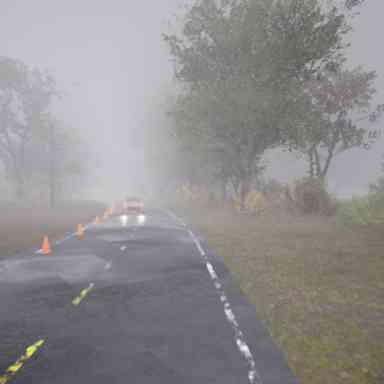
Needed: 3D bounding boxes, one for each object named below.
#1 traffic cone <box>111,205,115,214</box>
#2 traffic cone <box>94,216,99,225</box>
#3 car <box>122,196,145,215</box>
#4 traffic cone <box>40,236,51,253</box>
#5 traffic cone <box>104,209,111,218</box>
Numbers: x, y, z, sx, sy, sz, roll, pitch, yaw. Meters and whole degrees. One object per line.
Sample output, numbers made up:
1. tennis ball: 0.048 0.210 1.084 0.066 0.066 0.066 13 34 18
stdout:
1. traffic cone: -7.734 1.805 31.744 0.340 0.580 0.340 0 0 -10
2. traffic cone: -6.287 1.853 21.992 0.340 0.580 0.340 0 0 -7
3. car: -5.615 1.196 32.009 2.097 1.767 4.553 0 0 -10
4. traffic cone: -5.345 1.902 12.178 0.340 0.580 0.340 0 0 -4
5. traffic cone: -6.947 1.829 26.877 0.340 0.580 0.340 0 0 -8
